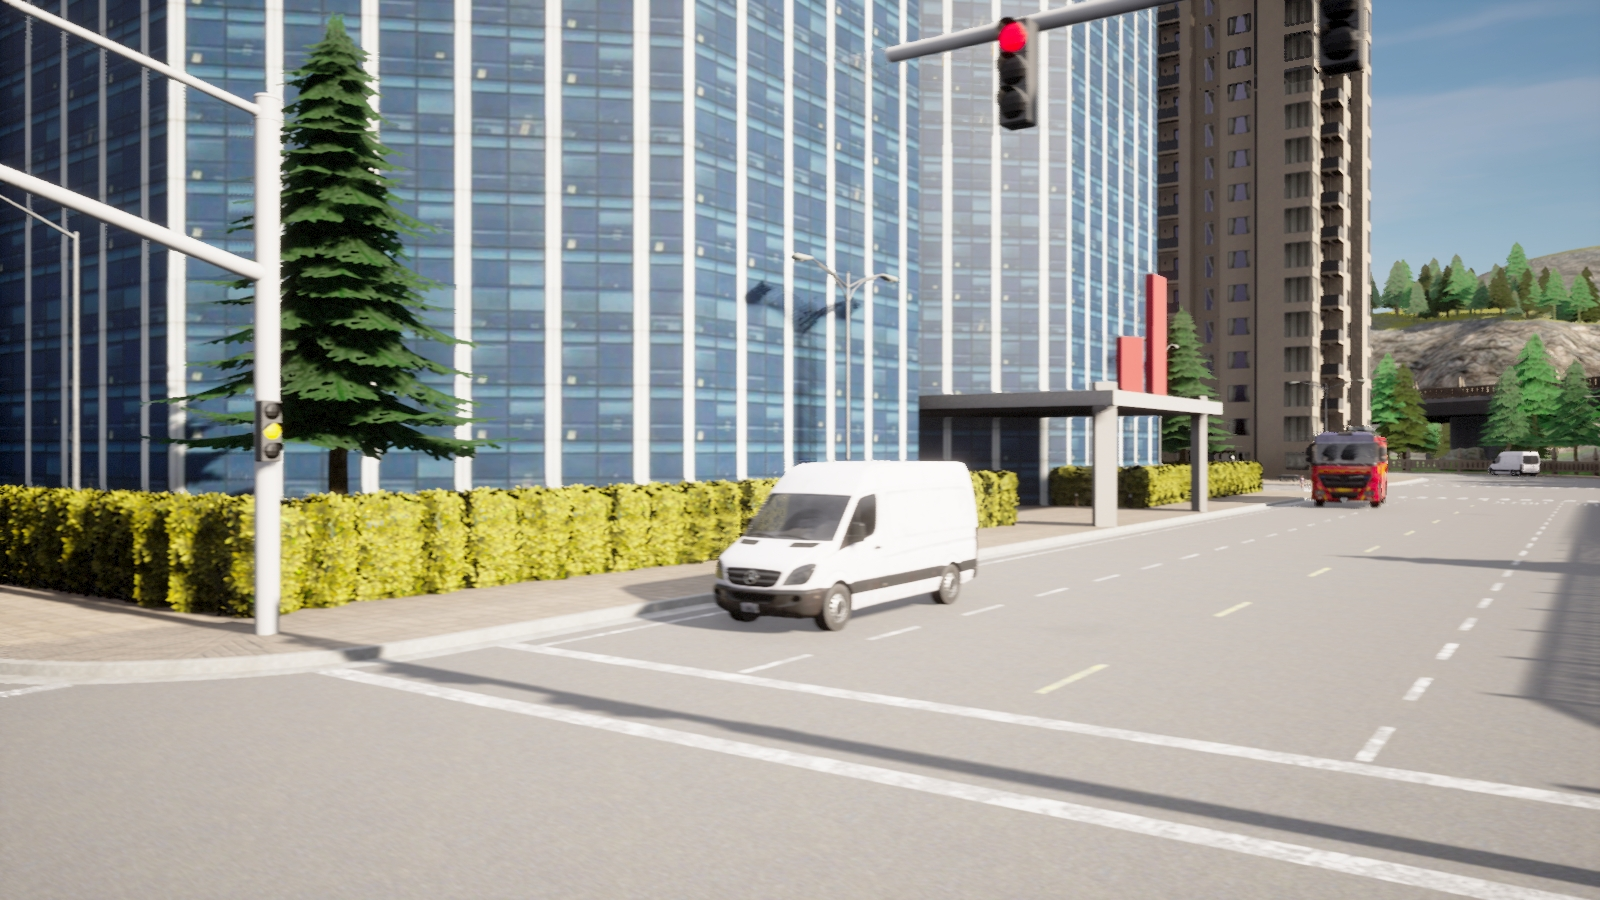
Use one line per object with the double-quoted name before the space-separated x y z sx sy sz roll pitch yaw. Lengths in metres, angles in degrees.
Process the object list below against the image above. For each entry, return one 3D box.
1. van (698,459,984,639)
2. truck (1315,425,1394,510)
"van" 0.928 1.458 19.568 1.988 2.561 5.915 0 0 35
"truck" 27.243 0.787 55.942 2.891 3.827 8.468 0 0 30
